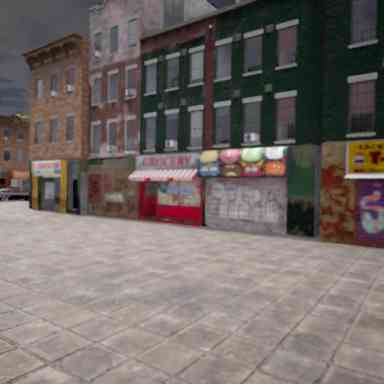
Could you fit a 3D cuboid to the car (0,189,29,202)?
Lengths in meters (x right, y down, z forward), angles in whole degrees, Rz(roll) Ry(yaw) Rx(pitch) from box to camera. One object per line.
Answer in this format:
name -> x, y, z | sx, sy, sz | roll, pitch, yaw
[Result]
car -> -17.658, 0.326, 33.113 | 1.947, 1.339, 4.313 | 2, 2, 35
